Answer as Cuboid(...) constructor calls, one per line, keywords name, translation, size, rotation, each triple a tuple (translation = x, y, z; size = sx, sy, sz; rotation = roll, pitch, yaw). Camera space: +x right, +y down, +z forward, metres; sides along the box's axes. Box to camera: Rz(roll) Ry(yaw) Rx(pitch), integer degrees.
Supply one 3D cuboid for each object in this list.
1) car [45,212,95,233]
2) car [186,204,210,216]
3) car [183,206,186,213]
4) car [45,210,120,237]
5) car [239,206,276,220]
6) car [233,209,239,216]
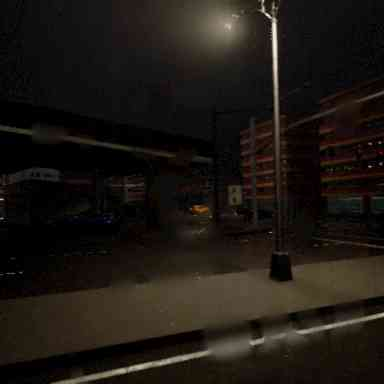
Cuboid(name="car", translation=(-10.244, 2.501, 27.896), size=(3.806, 1.475, 1.970), rotation=(-1, -2, -22))
Cuboid(name="car", translation=(1.187, 2.999, 54.155), size=(1.882, 1.535, 5.008), rotation=(-1, -1, -23))
Cuboid(name="car", translation=(-0.263, 3.267, 66.834), size=(2.097, 1.767, 4.553), rotation=(-1, -2, -23))
Cuboid(name="car", translation=(-7.363, 2.130, 22.879), size=(4.611, 1.667, 2.242), rotation=(-1, -2, -22))
Cuboid(name="car", translation=(7.964, 2.403, 38.318), size=(2.128, 1.511, 4.902), rotation=(-1, -2, -23))
Cuboid(name="car", translation=(7.820, 2.790, 47.974), size=(1.895, 1.301, 4.718), rotation=(-1, -2, -23))
